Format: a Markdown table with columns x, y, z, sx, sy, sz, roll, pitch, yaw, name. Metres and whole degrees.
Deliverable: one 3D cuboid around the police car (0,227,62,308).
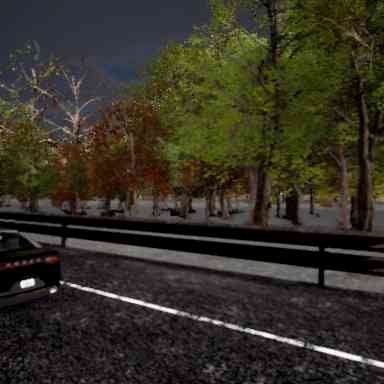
| x | y | z | sx | sy | sz | roll | pitch | yaw | name |
| --- | --- | --- | --- | --- | --- | --- | --- | --- | --- |
| -5.085 | 1.456 | 7.479 | 5.238 | 1.638 | 1.930 | 0 | 0 | 35 | police car |
